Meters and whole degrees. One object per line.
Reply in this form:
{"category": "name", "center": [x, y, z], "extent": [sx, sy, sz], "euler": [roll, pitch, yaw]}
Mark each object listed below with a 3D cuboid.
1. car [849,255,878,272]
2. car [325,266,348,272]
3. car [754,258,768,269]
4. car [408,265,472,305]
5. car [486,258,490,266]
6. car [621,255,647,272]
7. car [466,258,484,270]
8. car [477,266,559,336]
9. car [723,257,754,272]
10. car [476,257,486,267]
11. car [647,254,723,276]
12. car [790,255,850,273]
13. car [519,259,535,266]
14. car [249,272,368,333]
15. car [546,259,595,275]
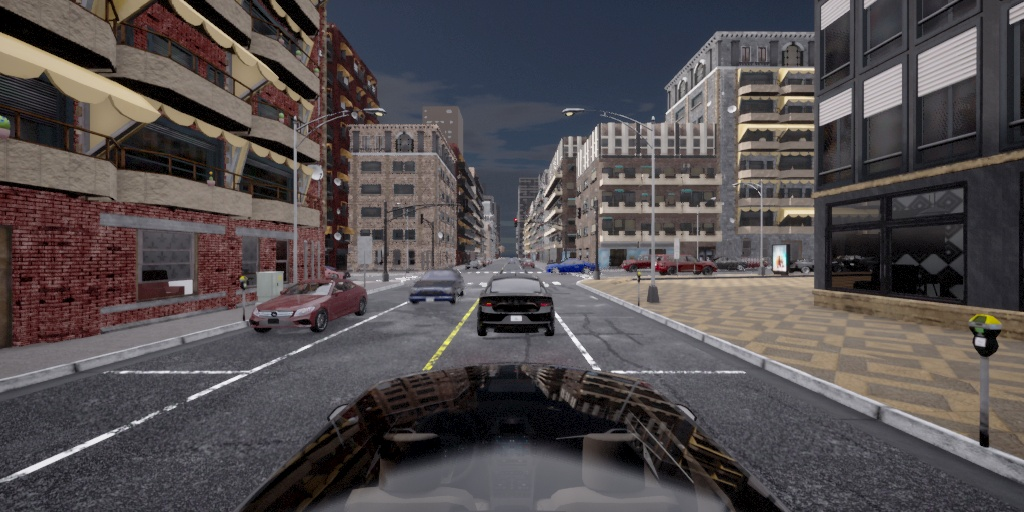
{"category": "car", "center": [31.340, 0.717, 30.865], "extent": [4.313, 1.339, 1.948], "euler": [0, 0, -1]}
{"category": "car", "center": [-17.188, 1.610, 33.010], "extent": [4.181, 1.385, 1.994], "euler": [-1, 0, -1]}
{"category": "car", "center": [25.653, 0.824, 39.194], "extent": [4.207, 1.307, 1.802], "euler": [0, 0, -1]}
{"category": "car", "center": [-3.185, 1.298, 16.318], "extent": [2.033, 1.411, 5.357], "euler": [0, 0, -2]}
{"category": "car", "center": [-5.712, 1.086, 64.115], "extent": [2.192, 1.841, 5.009], "euler": [0, 0, 0]}
{"category": "car", "center": [14.562, 0.764, 39.093], "extent": [5.009, 1.841, 2.192], "euler": [0, 0, -1]}
{"category": "car", "center": [-5.708, 1.330, 52.750], "extent": [1.948, 1.339, 4.313], "euler": [0, 0, 0]}
{"category": "car", "center": [0.096, 1.227, 10.388], "extent": [1.882, 1.535, 5.008], "euler": [0, 0, 0]}
{"category": "car", "center": [21.311, 0.833, 36.565], "extent": [4.892, 1.490, 1.837], "euler": [-1, 0, -1]}
{"category": "car", "center": [-5.711, 1.293, 58.262], "extent": [1.751, 1.417, 4.829], "euler": [0, 0, 0]}
{"category": "car", "center": [14.699, 0.778, 30.713], "extent": [5.009, 1.841, 2.192], "euler": [0, 0, -1]}
{"category": "car", "center": [25.793, 0.822, 30.814], "extent": [4.313, 1.339, 1.948], "euler": [0, 0, -1]}
{"category": "car", "center": [2.670, 1.207, 58.437], "extent": [1.967, 1.591, 4.097], "euler": [0, 0, 0]}
{"category": "car", "center": [-5.744, 1.332, 10.726], "extent": [1.802, 1.307, 4.207], "euler": [0, 0, 0]}
{"category": "car", "center": [5.914, 1.092, 36.425], "extent": [5.008, 1.535, 1.882], "euler": [-1, 0, -1]}
